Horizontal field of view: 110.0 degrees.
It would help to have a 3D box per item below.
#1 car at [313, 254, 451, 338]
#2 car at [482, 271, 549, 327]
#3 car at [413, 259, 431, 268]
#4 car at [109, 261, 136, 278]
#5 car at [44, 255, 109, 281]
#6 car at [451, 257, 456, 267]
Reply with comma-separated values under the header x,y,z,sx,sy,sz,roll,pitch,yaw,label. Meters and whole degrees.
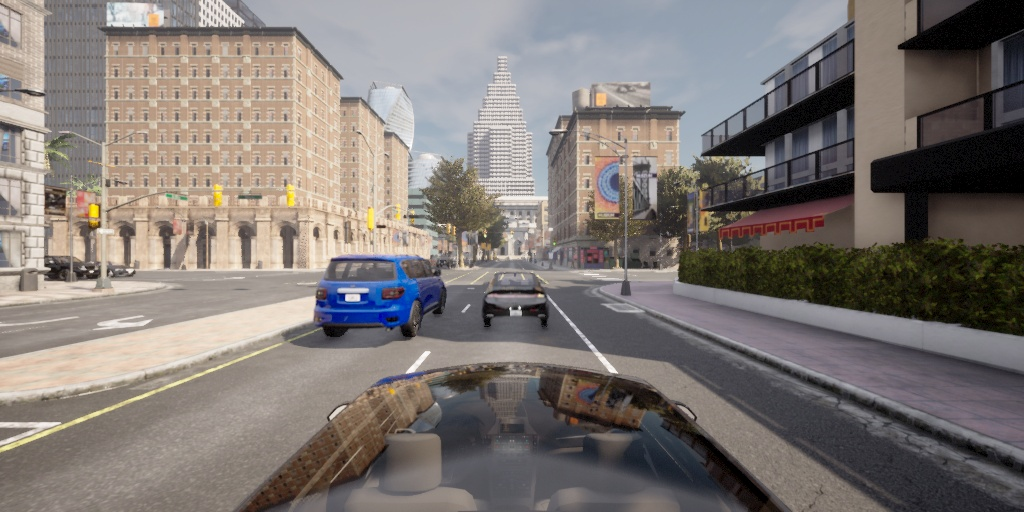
x,y,z,sx,sy,sz,roll,pitch,yaw,label
-3.403,0.972,10.350,2.150,2.045,5.566,0,0,0,car
0.101,1.241,11.583,2.128,1.511,4.902,0,0,0,car
-15.038,1.249,60.322,1.837,1.490,4.892,0,0,0,car
-38.289,1.238,33.678,4.902,1.511,2.128,0,0,0,car
-38.136,0.969,30.159,5.566,2.045,2.150,0,0,0,car
-11.536,0.966,61.751,2.150,2.045,5.566,0,0,0,car
